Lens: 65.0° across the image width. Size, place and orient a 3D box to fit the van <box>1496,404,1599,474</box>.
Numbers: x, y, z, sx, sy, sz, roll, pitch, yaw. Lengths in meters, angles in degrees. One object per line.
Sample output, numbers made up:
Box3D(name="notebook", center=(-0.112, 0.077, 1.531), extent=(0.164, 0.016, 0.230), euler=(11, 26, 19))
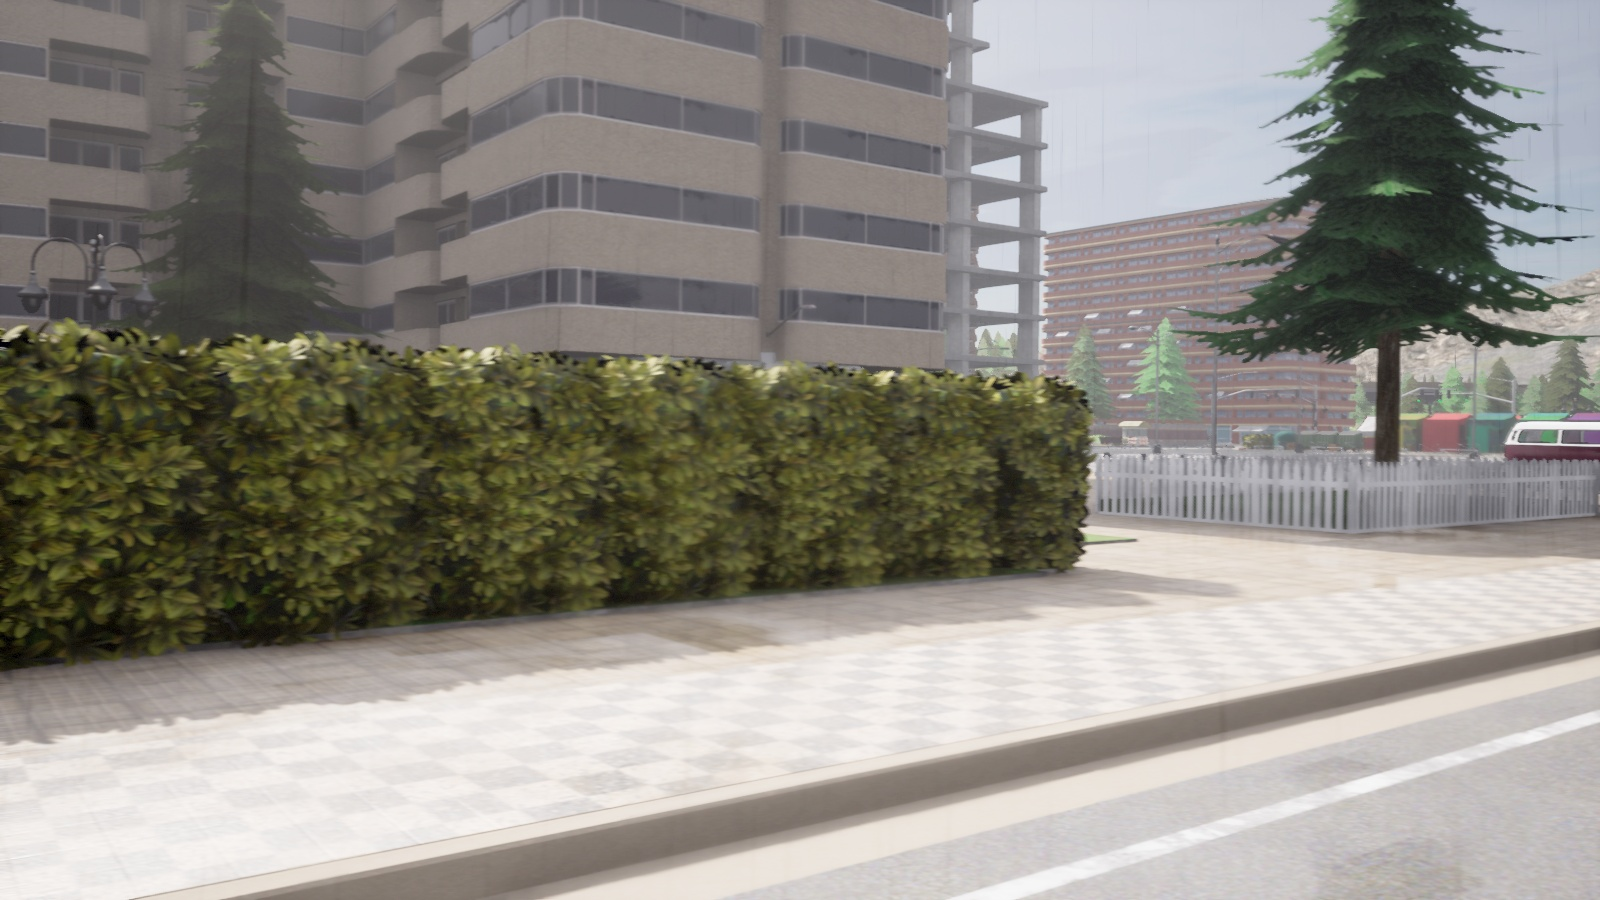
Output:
Box3D(name="van", center=(23.839, -0.353, 37.940), extent=(2.069, 2.038, 4.480), euler=(-1, 1, -36))
